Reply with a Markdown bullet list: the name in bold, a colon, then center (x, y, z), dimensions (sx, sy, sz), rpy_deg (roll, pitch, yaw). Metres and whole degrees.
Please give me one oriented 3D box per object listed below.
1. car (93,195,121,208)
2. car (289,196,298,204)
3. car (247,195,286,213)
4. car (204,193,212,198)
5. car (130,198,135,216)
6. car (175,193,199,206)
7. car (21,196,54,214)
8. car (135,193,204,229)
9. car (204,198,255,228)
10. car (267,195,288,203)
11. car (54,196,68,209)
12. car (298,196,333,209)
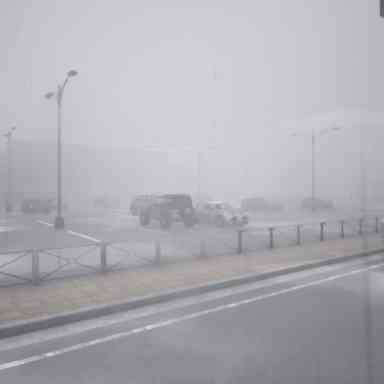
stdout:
- **car**: center (-11.124, 1.147, 43.400), dimensions (2.152, 1.636, 5.027), rpy_deg (0, 0, -36)
- **car**: center (18.361, 1.361, 56.114), dimensions (1.970, 1.475, 3.806), rpy_deg (0, 0, -36)
- **car**: center (7.079, 1.286, 34.296), dimensions (2.007, 1.523, 4.514), rpy_deg (0, 0, -36)
- **car**: center (1.304, 1.083, 53.002), dimensions (1.932, 1.855, 4.605), rpy_deg (0, 0, -36)
- **car**: center (-3.395, 1.092, 27.517), dimensions (1.932, 1.855, 4.605), rpy_deg (0, 0, -36)
- **car**: center (-0.797, 1.064, 50.954), dimensions (1.905, 1.878, 3.866), rpy_deg (0, 0, -36)
- **car**: center (-14.908, 1.297, 31.499), dimensions (2.007, 1.523, 4.514), rpy_deg (0, 0, -36)
- **car**: center (-1.403, 1.073, 19.226), dimensions (1.905, 1.878, 3.866), rpy_deg (0, 0, -36)
- **car**: center (1.642, 1.355, 20.695), dimensions (1.970, 1.475, 3.806), rpy_deg (0, 0, -36)
- **car**: center (16.385, 1.350, 63.863), dimensions (1.845, 1.501, 3.633), rpy_deg (0, 0, -36)
- **car**: center (-16.113, 1.229, 39.351), dimensions (1.970, 1.475, 3.806), rpy_deg (0, 0, -36)
- **car**: center (15.170, 1.302, 40.162), dimensions (1.845, 1.501, 3.633), rpy_deg (0, 0, -36)
